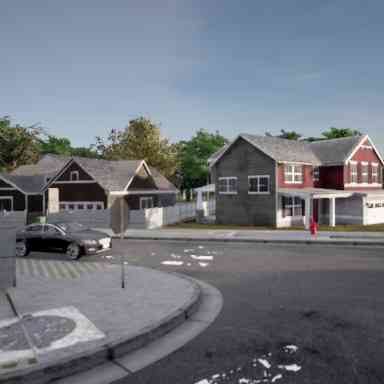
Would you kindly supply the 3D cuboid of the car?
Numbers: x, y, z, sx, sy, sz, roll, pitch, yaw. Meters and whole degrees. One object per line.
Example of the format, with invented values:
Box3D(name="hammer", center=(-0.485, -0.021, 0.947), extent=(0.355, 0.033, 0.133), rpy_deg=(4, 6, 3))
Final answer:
Box3D(name="car", center=(-5.853, 2.042, 14.819), extent=(4.902, 1.511, 2.128), rpy_deg=(-2, 0, 22))
